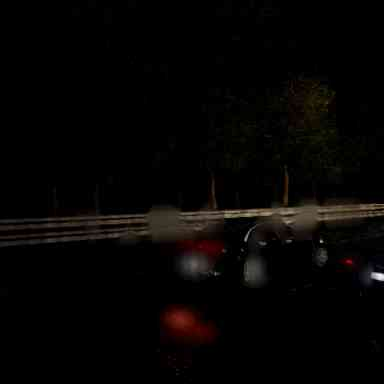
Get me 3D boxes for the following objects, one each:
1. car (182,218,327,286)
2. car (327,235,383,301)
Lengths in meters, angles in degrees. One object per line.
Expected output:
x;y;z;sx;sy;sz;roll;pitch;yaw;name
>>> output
2.022;1.516;9.490;4.892;1.490;1.837;0;0;-35;car
5.192;1.576;7.450;4.181;1.385;1.994;0;0;-35;car
